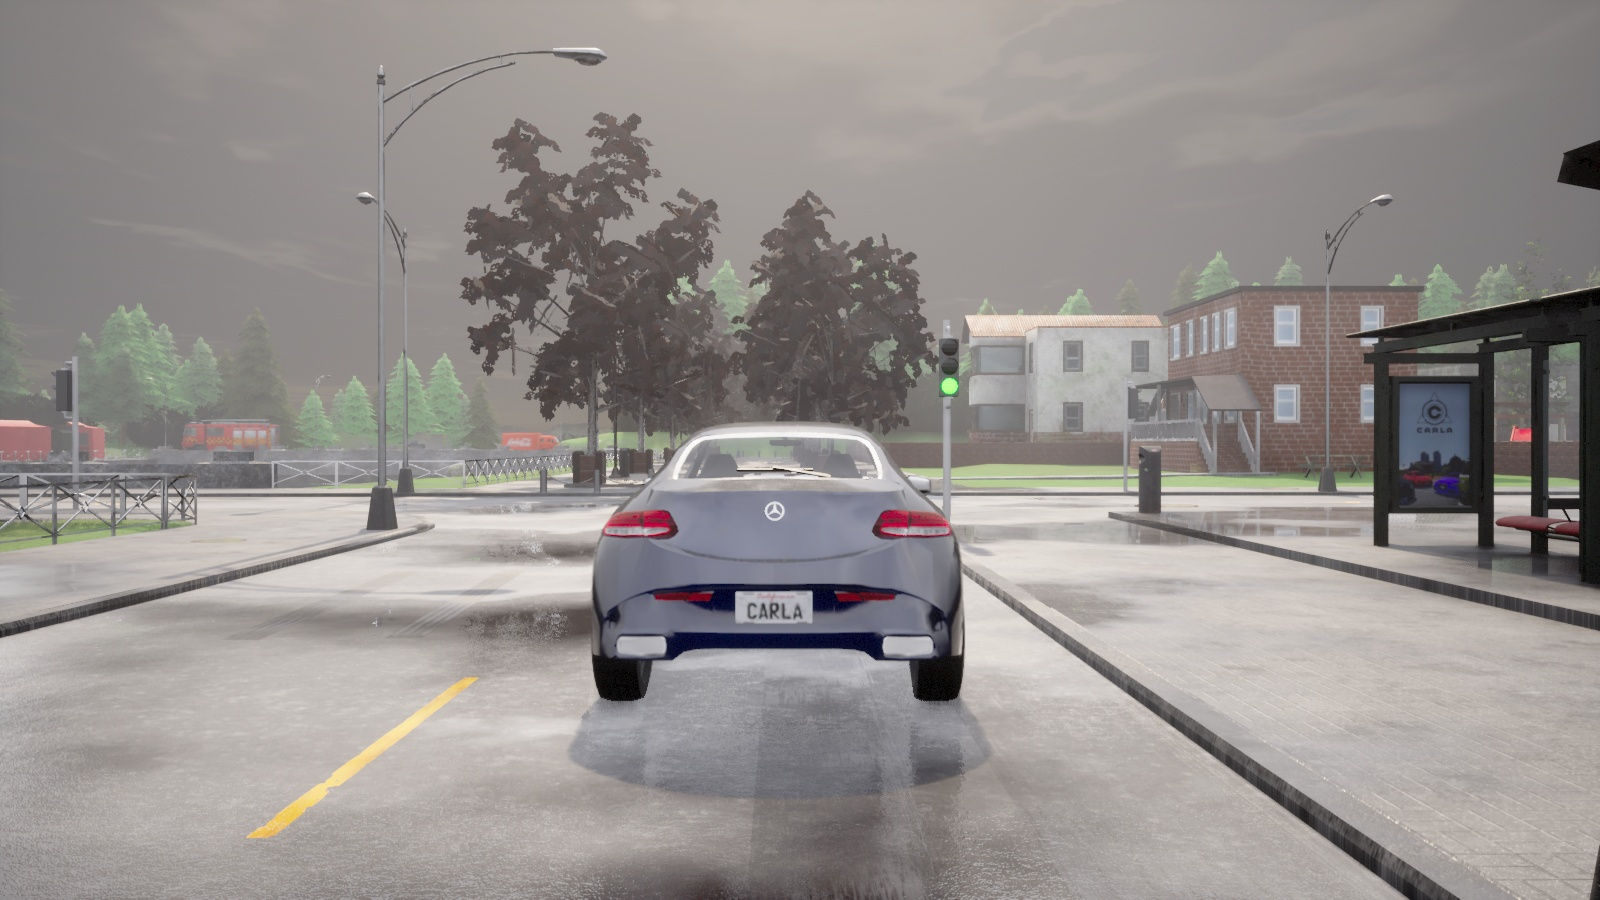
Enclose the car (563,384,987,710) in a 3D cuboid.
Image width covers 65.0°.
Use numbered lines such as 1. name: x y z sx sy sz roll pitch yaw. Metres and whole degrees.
1. car: -0.105 0.475 8.890 2.152 1.651 5.027 0 0 1
